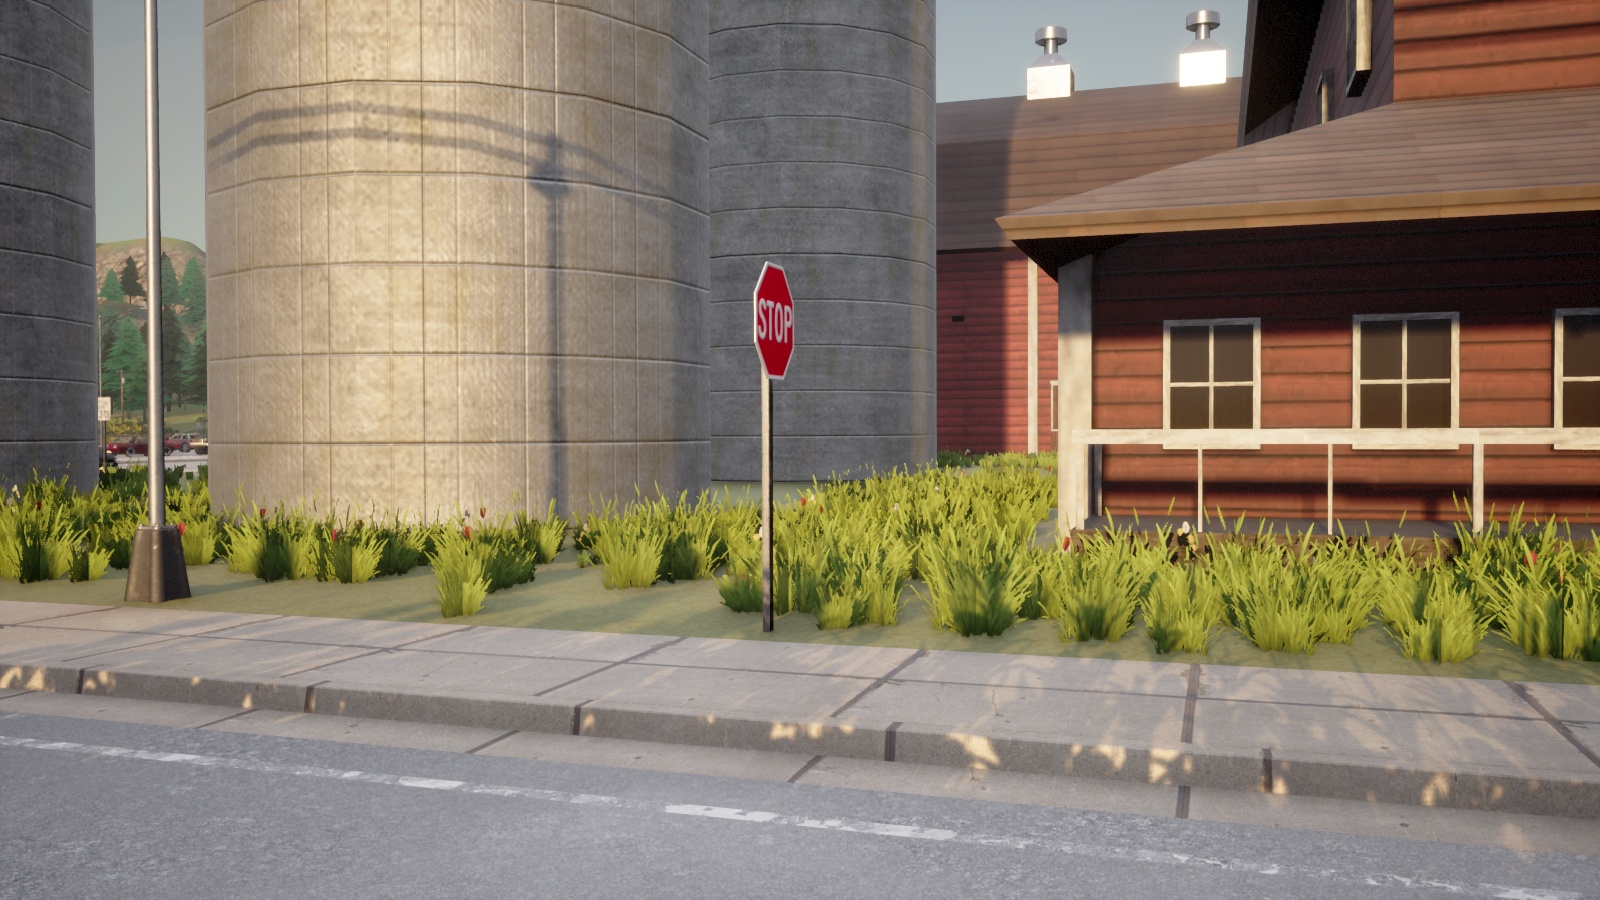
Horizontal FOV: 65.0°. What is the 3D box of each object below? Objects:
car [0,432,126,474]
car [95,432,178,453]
[{"bbox_3d":[-26.912,0.059,44.570,2.033,1.411,5.357,1,1,18],"label":"car"},{"bbox_3d":[-42.547,-0.523,80.598,1.895,1.301,4.718,1,1,18],"label":"car"}]
